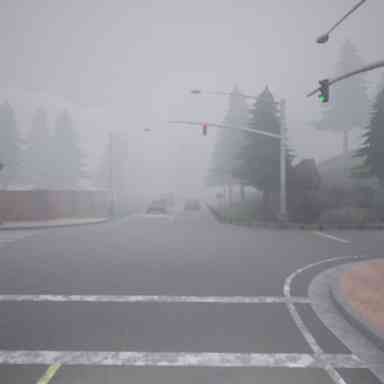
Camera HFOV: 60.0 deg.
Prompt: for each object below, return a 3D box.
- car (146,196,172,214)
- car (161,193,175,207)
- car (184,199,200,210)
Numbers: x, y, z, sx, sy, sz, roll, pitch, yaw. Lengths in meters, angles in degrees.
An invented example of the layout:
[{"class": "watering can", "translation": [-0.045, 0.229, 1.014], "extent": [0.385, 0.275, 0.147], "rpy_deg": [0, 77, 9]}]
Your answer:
[{"class": "car", "translation": [-3.650, 1.510, 35.450], "extent": [2.033, 1.411, 5.357], "rpy_deg": [0, 0, 0]}, {"class": "car", "translation": [-3.646, 1.167, 48.932], "extent": [2.150, 2.045, 5.566], "rpy_deg": [0, 0, 1]}, {"class": "car", "translation": [0.016, 1.521, 41.115], "extent": [1.994, 1.385, 4.181], "rpy_deg": [0, 0, 0]}]
